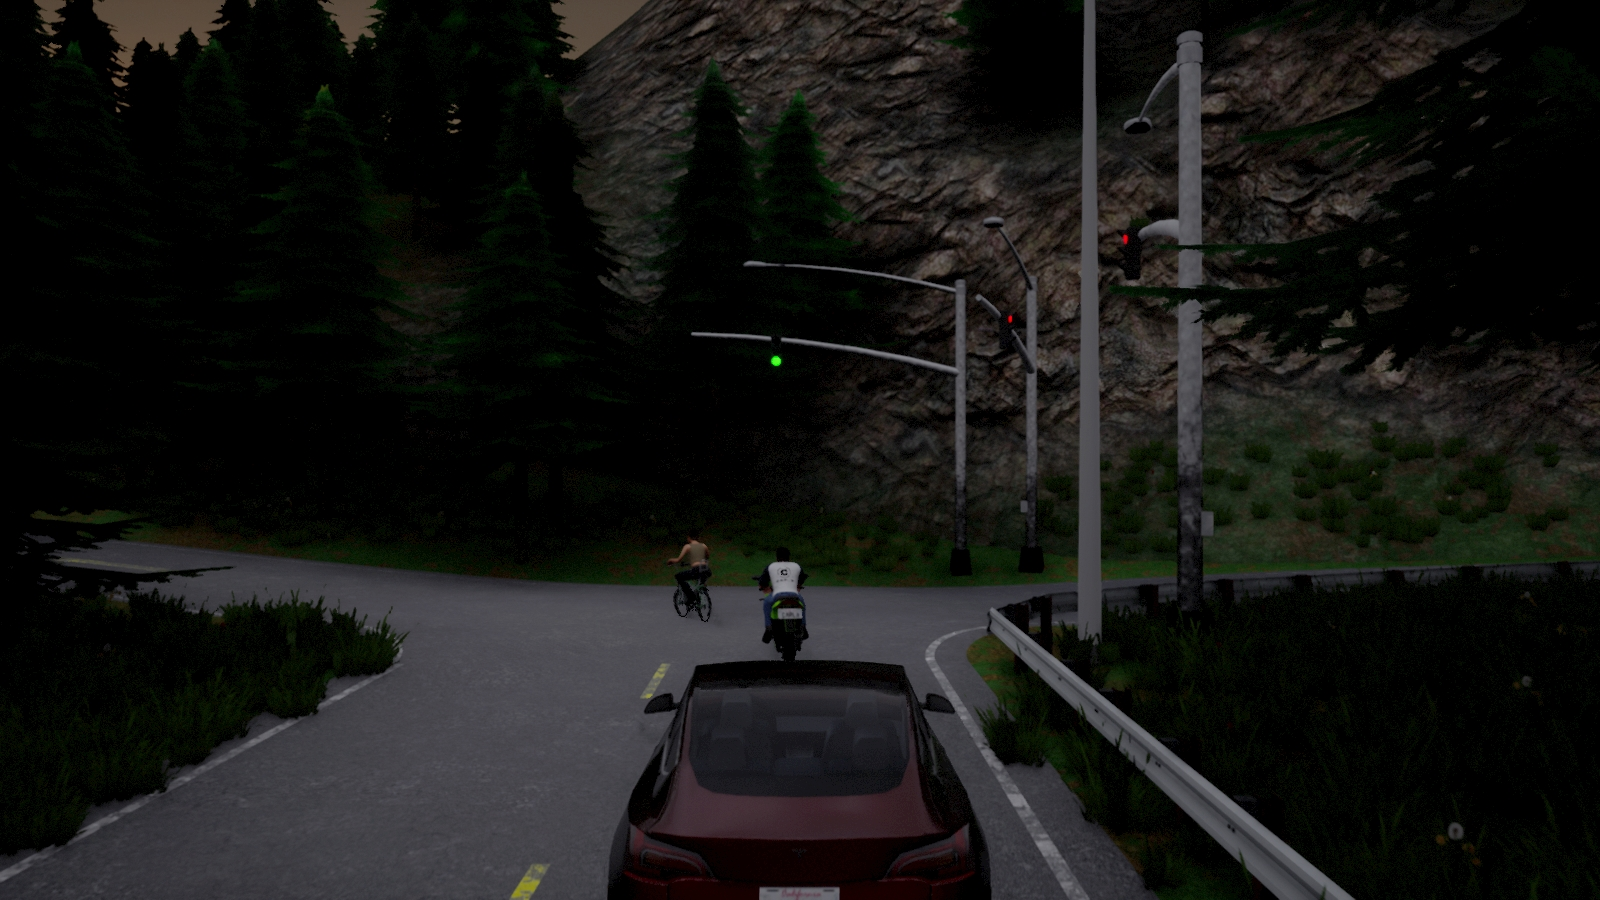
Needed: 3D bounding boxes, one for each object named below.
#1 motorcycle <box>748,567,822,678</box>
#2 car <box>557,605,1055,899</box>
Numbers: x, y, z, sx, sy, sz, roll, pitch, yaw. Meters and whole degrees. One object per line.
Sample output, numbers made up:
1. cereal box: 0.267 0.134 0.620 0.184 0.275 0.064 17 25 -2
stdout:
1. motorcycle: -0.228 2.224 15.095 0.803 1.145 2.033 -1 0 -5
2. car: 0.026 2.069 7.357 2.163 1.488 4.792 0 0 0
